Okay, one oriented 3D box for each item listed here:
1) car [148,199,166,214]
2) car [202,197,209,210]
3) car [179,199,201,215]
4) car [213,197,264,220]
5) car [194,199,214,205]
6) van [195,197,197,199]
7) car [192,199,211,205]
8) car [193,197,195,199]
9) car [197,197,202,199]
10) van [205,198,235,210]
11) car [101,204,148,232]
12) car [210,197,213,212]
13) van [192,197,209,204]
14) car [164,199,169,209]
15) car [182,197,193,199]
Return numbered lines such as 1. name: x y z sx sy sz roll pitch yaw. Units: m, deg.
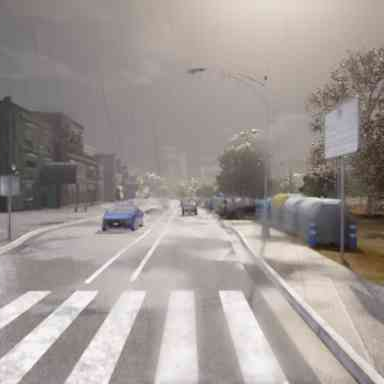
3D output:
1. car: -4.738 2.002 42.483 1.812 1.442 4.674 0 -1 -2
2. car: 4.758 1.748 44.811 5.566 2.045 2.435 1 -1 -22
3. car: -0.345 1.925 40.491 2.128 1.511 4.902 0 -1 -2
4. car: 5.200 1.453 30.026 5.566 2.045 2.435 1 -2 -22
5. car: 3.037 2.665 86.304 4.674 1.452 2.002 1 -1 -24
6. van: 3.670 2.294 77.461 4.442 1.987 1.878 1 -1 -23
7. car: 2.642 2.729 92.192 4.674 1.452 2.002 1 -1 -24
8. car: 3.396 2.554 80.375 5.008 1.535 2.097 1 -1 -23
9. car: 4.091 2.354 65.533 4.892 1.521 2.231 1 -1 -22
10. van: 4.564 1.936 53.725 4.442 1.987 1.878 1 -1 -22
11. car: -4.159 1.515 20.557 1.882 1.535 5.008 0 -1 0
12. car: 5.064 1.512 32.951 5.566 2.045 2.435 1 -1 -22
13. van: 2.323 2.493 95.106 4.442 1.987 1.878 1 0 -25
14. car: -5.220 2.134 59.711 2.097 1.767 4.553 0 -1 -1
15. car: -1.445 2.305 71.051 2.097 1.767 4.553 0 -1 -3
